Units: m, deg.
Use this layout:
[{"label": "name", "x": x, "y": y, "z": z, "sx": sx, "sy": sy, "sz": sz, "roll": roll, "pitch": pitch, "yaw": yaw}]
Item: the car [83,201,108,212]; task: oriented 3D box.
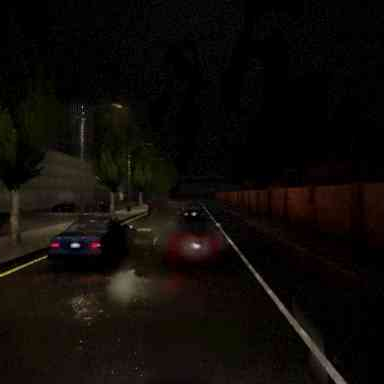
[{"label": "car", "x": -11.445, "y": 1.778, "z": 39.573, "sx": 1.994, "sy": 1.385, "sz": 4.181, "roll": 0, "pitch": 0, "yaw": 0}]

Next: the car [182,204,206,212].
[{"label": "car", "x": 0.184, "y": 1.695, "z": 27.161, "sx": 2.033, "sy": 1.411, "sz": 5.357, "roll": 0, "pitch": 0, "yaw": 0}]

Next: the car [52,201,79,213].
[{"label": "car", "x": -14.945, "y": 1.778, "z": 39.471, "sx": 1.994, "sy": 1.385, "sz": 4.181, "roll": 0, "pitch": 0, "yaw": 0}]

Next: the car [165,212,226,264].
[{"label": "car", "x": 0.124, "y": 1.631, "z": 12.133, "sx": 1.994, "sy": 1.385, "sz": 4.181, "roll": 0, "pitch": 0, "yaw": 0}]

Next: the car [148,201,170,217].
[{"label": "car", "x": -3.280, "y": 1.661, "z": 33.851, "sx": 1.882, "sy": 1.535, "sz": 5.008, "roll": 0, "pitch": 0, "yaw": 0}]

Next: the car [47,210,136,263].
[{"label": "car", "x": -3.372, "y": 1.614, "z": 12.170, "sx": 2.033, "sy": 1.411, "sz": 5.357, "roll": 0, "pitch": 0, "yaw": 0}]
